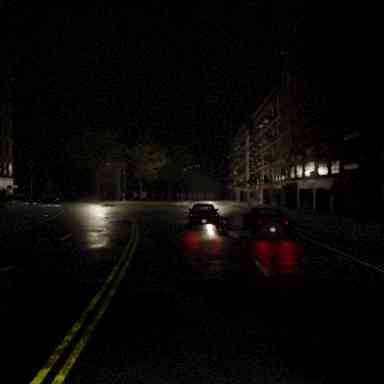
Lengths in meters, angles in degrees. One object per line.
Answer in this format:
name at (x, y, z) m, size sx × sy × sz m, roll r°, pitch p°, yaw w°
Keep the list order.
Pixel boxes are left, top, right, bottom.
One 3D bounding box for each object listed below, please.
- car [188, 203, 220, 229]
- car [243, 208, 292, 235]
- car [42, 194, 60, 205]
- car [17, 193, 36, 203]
car at (0.735, 1.438, 20.906) m, size 1.812 × 1.442 × 4.674 m, roll 0°, pitch 0°, yaw 1°
car at (3.936, 1.512, 18.190) m, size 1.895 × 1.301 × 4.718 m, roll 0°, pitch 0°, yaw 1°
car at (-27.128, 1.328, 63.841) m, size 2.150 × 2.045 × 5.566 m, roll -1°, pitch 0°, yaw -37°
car at (-37.689, 1.355, 76.201) m, size 2.150 × 2.045 × 5.566 m, roll -1°, pitch 0°, yaw -41°
